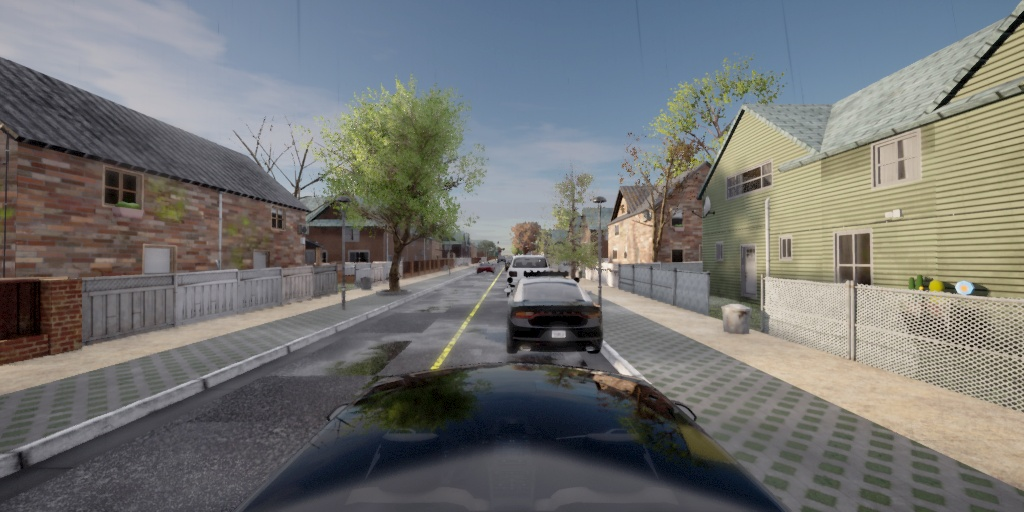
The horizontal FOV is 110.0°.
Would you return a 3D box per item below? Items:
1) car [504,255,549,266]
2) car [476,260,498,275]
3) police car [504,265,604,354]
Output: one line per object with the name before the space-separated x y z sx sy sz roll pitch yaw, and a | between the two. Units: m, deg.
car | 0.833 0.978 18.848 2.150 2.045 5.566 0 0 0
car | -2.833 1.352 39.343 1.895 1.301 4.718 0 0 0
police car | 0.828 1.177 8.925 1.930 1.638 5.238 0 0 0
